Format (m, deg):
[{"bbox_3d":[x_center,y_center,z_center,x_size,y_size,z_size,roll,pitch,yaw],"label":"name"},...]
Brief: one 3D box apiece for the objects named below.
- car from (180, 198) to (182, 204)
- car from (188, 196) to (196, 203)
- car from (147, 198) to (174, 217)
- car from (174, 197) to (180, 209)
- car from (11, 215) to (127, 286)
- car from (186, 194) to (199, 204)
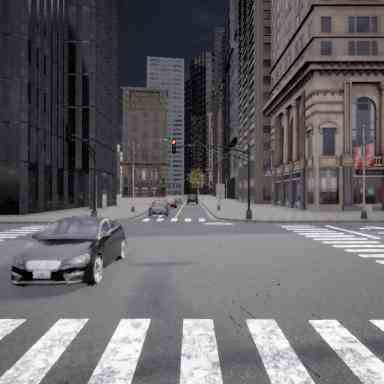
[{"bbox_3d":[-3.035,1.686,65.520,1.994,1.385,4.181,0,0,1],"label":"car"},{"bbox_3d":[0.000,1.657,75.286,1.837,1.490,4.892,0,0,0],"label":"car"},{"bbox_3d":[-3.041,1.539,31.505,1.837,1.490,4.892,0,0,0],"label":"car"},{"bbox_3d":[-3.071,1.545,46.644,1.882,1.535,5.008,0,0,0],"label":"car"},{"bbox_3d":[-3.102,1.450,9.320,2.128,1.511,4.902,0,0,0],"label":"car"},{"bbox_3d":[0.102,1.341,64.856,2.150,2.045,5.566,0,0,0],"label":"car"}]
